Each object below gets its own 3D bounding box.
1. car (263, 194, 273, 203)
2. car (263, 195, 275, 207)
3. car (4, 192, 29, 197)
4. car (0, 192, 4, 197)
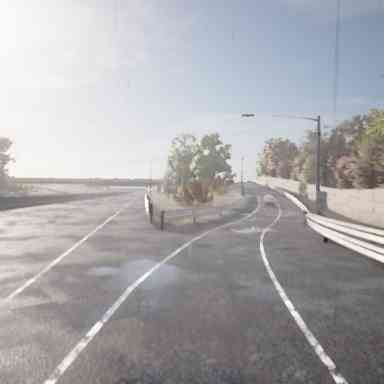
[{"bbox_3d":[15.818,1.314,69.088,1.812,1.442,4.674,1,4,11],"label":"car"},{"bbox_3d":[13.671,1.908,59.221,1.812,1.442,4.674,1,2,12],"label":"car"},{"bbox_3d":[-30.519,0.962,58.787,2.150,2.045,5.566,0,0,-8],"label":"car"},{"bbox_3d":[-33.922,0.935,57.849,2.150,2.045,5.566,0,0,-8],"label":"car"}]
